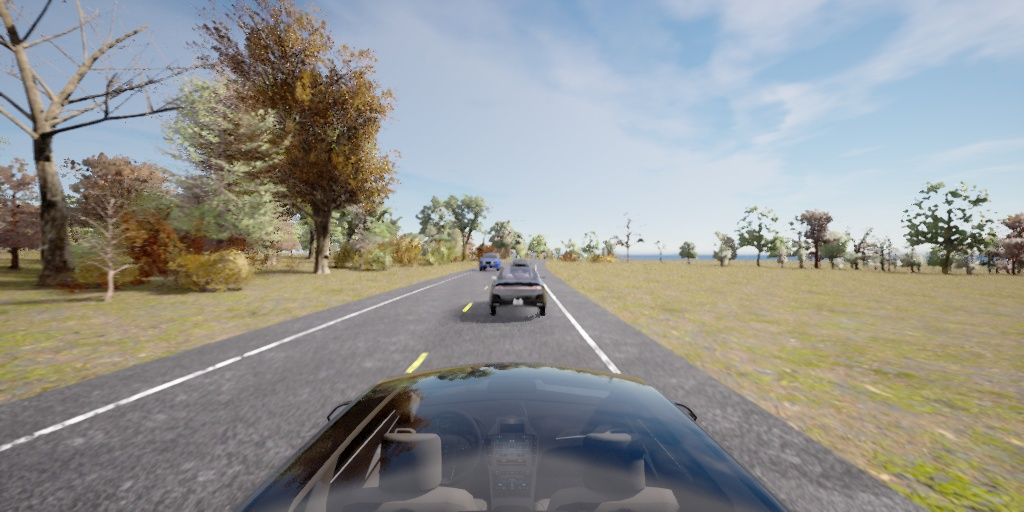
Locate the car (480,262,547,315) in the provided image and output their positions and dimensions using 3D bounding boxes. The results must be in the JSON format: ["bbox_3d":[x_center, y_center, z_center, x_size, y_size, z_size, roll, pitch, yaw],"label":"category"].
[{"bbox_3d":[0.214,1.153,13.107,2.128,1.511,4.902,0,0,1],"label":"car"}]

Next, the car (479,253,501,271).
[{"bbox_3d":[-2.441,0.703,41.358,2.150,2.045,5.566,0,0,3],"label":"car"}]

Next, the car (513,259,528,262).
[{"bbox_3d":[0.789,1.036,33.161,1.837,1.490,4.892,0,0,2],"label":"car"}]
